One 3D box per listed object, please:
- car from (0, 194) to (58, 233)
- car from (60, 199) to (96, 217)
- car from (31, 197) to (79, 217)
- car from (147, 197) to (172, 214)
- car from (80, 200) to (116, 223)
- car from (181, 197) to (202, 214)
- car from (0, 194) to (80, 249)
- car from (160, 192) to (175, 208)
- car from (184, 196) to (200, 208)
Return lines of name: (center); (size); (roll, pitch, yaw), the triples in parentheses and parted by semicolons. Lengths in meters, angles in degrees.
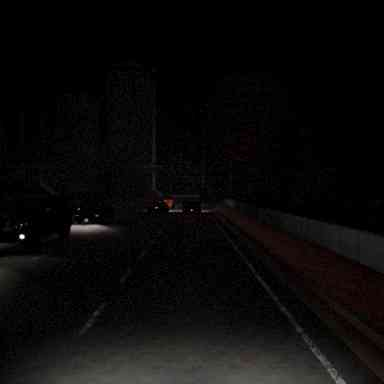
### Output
car: (-10.597, 1.187, 20.857); (2.150, 2.045, 5.566); (0, 0, 0)
car: (-10.563, 1.474, 31.219); (1.812, 1.442, 4.674); (0, 0, 0)
car: (-10.509, 1.124, 25.844); (1.994, 1.385, 4.181); (0, 0, 0)
car: (-3.503, 1.505, 34.796); (1.994, 1.385, 4.181); (0, 0, 0)
car: (-7.093, 1.505, 25.026); (2.033, 1.411, 5.357); (0, 0, 0)
car: (-0.007, 1.447, 33.966); (1.837, 1.490, 4.892); (0, 0, 0)
car: (-7.103, 1.197, 14.667); (2.150, 2.045, 5.566); (0, 0, 0)
car: (-3.479, 1.273, 46.138); (2.097, 1.767, 4.553); (0, 0, 1)
car: (0.021, 1.411, 46.220); (2.128, 1.511, 4.902); (0, 0, 1)
